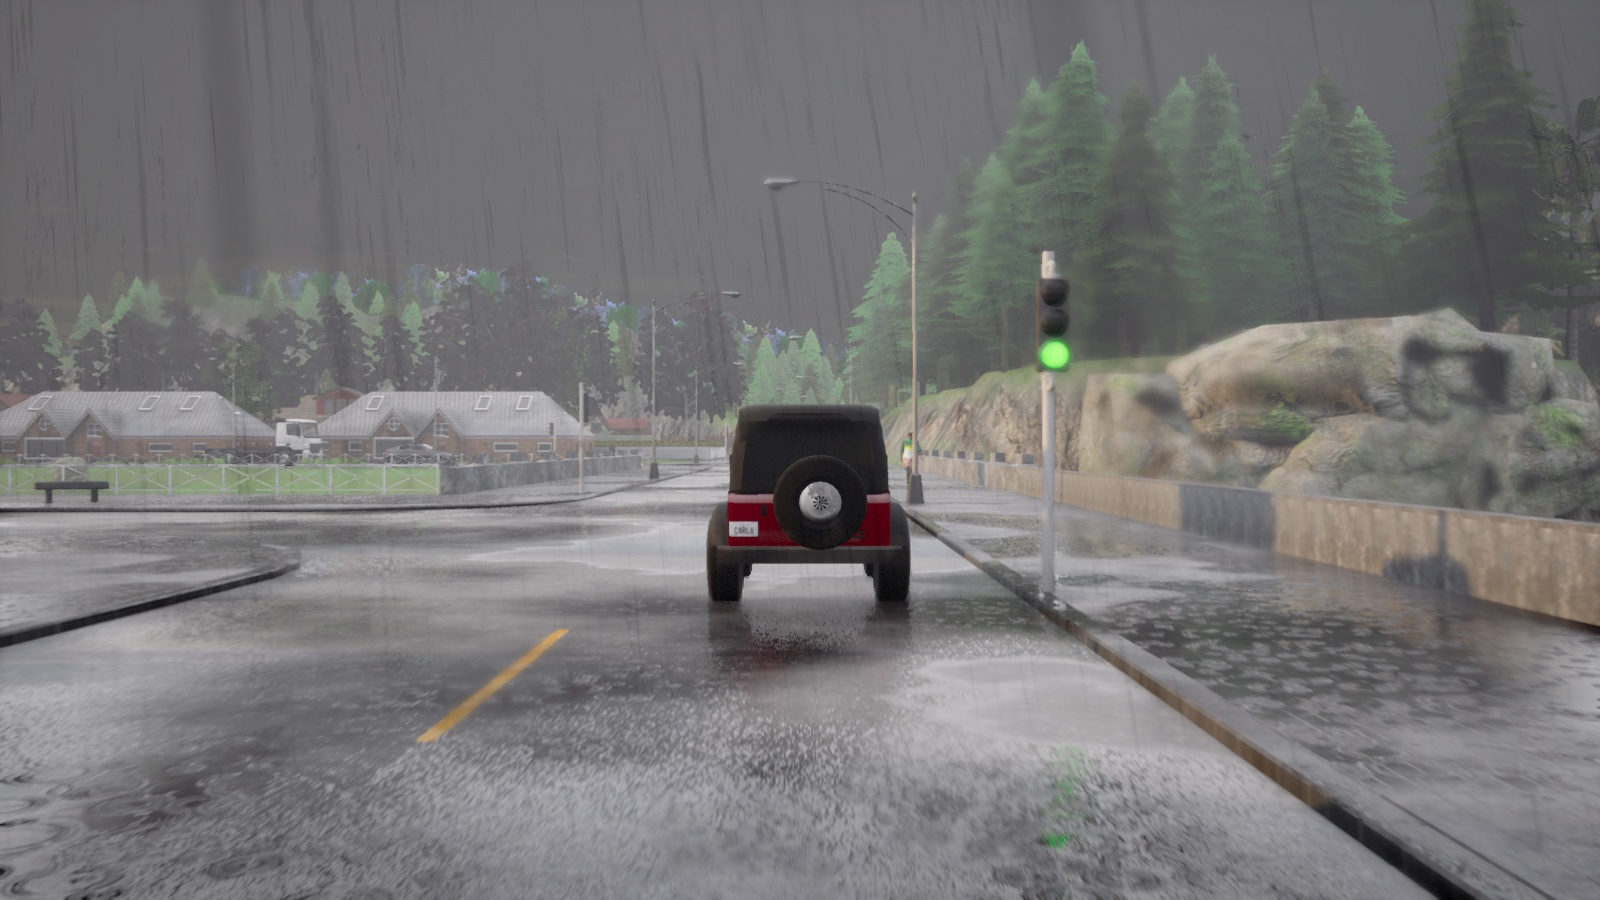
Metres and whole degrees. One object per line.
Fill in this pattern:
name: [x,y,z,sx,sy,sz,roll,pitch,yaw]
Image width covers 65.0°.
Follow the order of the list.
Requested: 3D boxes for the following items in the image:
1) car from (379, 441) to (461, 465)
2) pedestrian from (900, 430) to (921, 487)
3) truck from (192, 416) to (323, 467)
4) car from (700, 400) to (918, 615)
car: [-26.486,0.172,87.595,5.027,1.651,2.152,0,0,0]
pedestrian: [3.804,0.295,43.345,0.659,1.952,0.873,0,0,0]
truck: [-37.783,-0.598,87.655,7.936,3.462,2.891,0,0,0]
car: [0.084,0.494,12.923,1.905,1.878,3.866,0,0,0]
